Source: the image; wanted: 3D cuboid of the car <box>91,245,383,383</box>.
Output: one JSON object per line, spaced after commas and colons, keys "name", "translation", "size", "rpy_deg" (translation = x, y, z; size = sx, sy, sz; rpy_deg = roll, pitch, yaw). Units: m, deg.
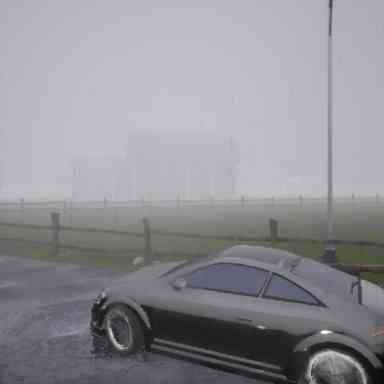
{"name": "car", "translation": [0.607, 1.513, 4.780], "size": [4.181, 1.385, 1.994], "rpy_deg": [0, 2, 27]}
